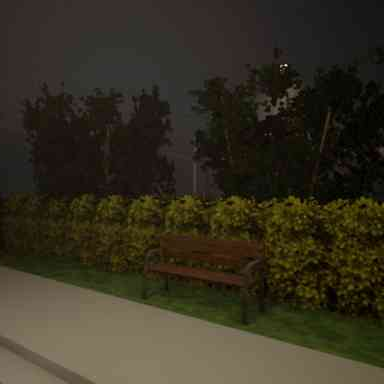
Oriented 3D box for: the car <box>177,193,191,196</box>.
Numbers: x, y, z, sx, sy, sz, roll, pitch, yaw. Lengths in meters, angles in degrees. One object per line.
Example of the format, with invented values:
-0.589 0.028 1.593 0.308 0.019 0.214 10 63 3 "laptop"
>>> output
-1.690 0.918 59.498 2.128 1.511 4.902 0 2 35 "car"
